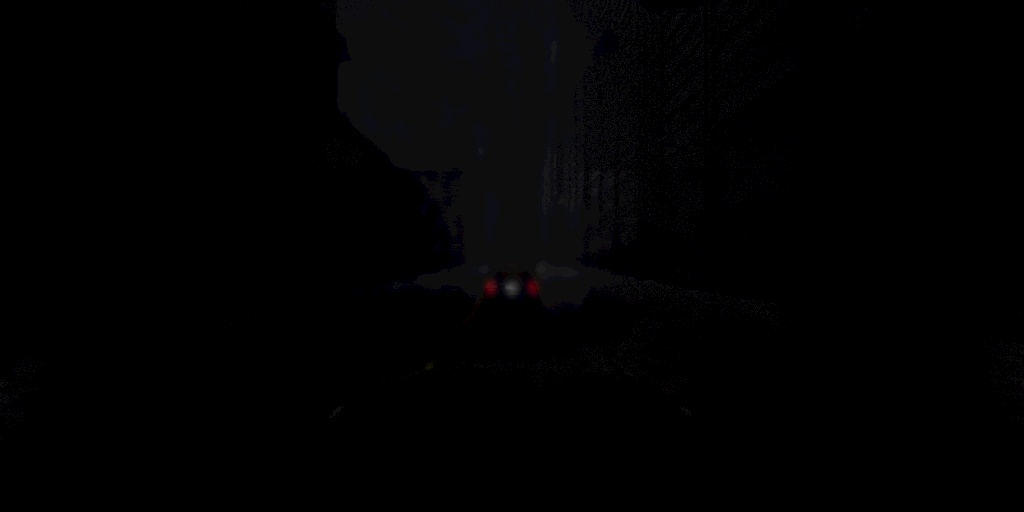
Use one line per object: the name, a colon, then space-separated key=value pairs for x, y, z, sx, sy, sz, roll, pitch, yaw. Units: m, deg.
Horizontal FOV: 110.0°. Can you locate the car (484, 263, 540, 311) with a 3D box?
car: x=0.016 y=1.237 z=15.268 sx=2.097 sy=1.767 sz=4.553 roll=0 pitch=-1 yaw=0

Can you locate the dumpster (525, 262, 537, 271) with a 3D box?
dumpster: x=3.121 y=1.772 z=58.576 sx=1.020 sy=1.700 sz=1.940 roll=0 pitch=0 yaw=0
